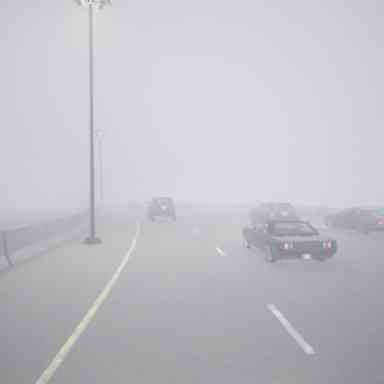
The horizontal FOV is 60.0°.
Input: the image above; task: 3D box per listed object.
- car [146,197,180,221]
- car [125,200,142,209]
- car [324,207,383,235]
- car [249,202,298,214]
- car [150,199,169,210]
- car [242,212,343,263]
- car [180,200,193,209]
[{"bbox_3d":[-2.886,1.436,30.021,2.150,2.045,5.566,0,0,-12],"label":"car"},{"bbox_3d":[-9.244,1.979,52.427,1.994,1.385,4.181,0,0,-20],"label":"car"},{"bbox_3d":[9.580,1.565,18.818,2.033,1.411,5.357,0,0,-8],"label":"car"},{"bbox_3d":[5.302,1.433,22.222,2.097,1.767,4.553,-1,0,-9],"label":"car"},{"bbox_3d":[-5.114,1.891,51.303,1.812,1.442,4.674,0,0,-19],"label":"car"},{"bbox_3d":[3.209,1.643,12.111,1.895,1.301,4.718,-1,0,-6],"label":"car"},{"bbox_3d":[-1.269,1.886,50.606,1.994,1.385,4.181,0,0,-19],"label":"car"}]
